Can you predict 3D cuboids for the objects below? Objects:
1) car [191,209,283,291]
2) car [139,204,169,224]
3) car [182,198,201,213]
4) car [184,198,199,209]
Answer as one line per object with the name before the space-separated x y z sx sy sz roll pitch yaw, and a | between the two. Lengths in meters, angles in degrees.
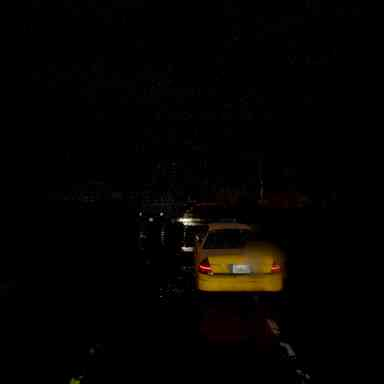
car | 0.944 1.453 8.944 1.801 1.575 5.366 0 0 0
car | -2.803 1.595 24.988 1.895 1.301 4.718 0 0 0
car | -0.002 1.517 37.440 1.812 1.442 4.674 0 0 0
car | -0.073 1.554 46.331 1.994 1.385 4.181 0 0 1
